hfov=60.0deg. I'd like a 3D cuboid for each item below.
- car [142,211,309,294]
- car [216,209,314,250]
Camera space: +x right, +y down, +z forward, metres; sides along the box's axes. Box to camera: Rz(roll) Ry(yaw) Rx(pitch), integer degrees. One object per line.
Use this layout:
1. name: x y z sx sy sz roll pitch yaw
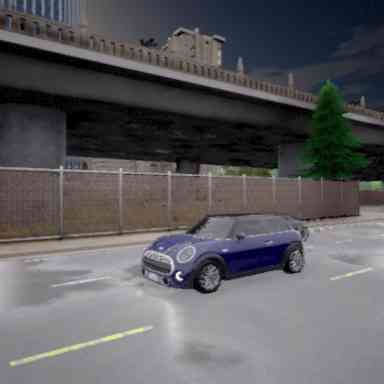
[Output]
1. car: 0.938 1.357 8.962 4.553 1.767 2.097 0 0 -36
2. car: 3.353 1.574 14.995 4.181 1.385 1.994 0 0 -36
